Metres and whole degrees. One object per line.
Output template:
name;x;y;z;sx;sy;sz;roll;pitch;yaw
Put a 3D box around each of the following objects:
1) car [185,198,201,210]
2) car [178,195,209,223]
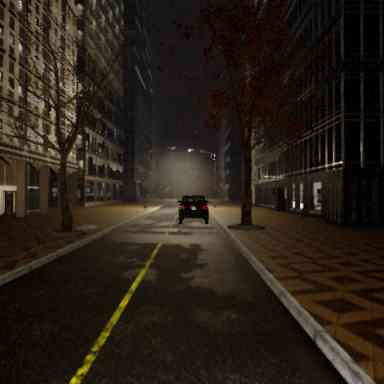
car;0.102;1.561;43.051;1.994;1.385;4.181;0;0;0
car;0.101;1.219;25.300;2.150;2.045;5.566;0;0;0
